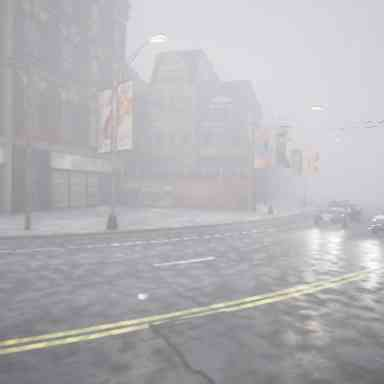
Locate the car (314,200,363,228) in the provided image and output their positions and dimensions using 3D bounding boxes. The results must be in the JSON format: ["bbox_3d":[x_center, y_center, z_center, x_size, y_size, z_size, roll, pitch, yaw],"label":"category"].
[{"bbox_3d":[9.152,1.275,20.622,2.128,1.511,4.902,2,1,40],"label":"car"}]

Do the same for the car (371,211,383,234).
[{"bbox_3d":[10.816,1.484,17.257,1.895,1.301,4.718,2,1,42],"label":"car"}]
